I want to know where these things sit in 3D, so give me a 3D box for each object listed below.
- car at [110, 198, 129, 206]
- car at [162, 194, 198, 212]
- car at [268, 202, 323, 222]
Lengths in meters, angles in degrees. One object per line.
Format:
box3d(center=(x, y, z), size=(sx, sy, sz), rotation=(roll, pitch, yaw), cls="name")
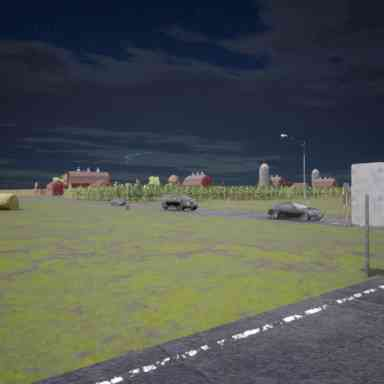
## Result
box3d(center=(-12.074, 1.694, 55.194), size=(1.994, 1.385, 4.181), rotation=(-1, 0, -36), cls="car")
box3d(center=(-1.584, 1.276, 40.330), size=(2.150, 2.045, 5.566), rotation=(-1, 0, -35), cls="car")
box3d(center=(8.275, 1.556, 26.982), size=(1.812, 1.442, 4.674), rotation=(-1, 1, -37), cls="car")
